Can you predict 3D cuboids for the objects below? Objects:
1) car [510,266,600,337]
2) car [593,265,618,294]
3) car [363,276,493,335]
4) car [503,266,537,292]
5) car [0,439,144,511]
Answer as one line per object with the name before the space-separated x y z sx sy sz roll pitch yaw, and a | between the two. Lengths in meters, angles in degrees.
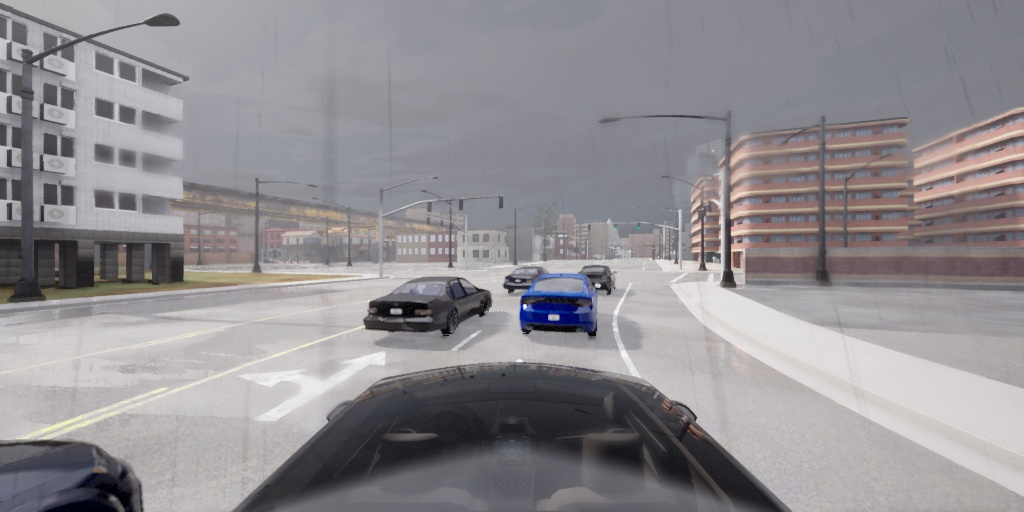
car | 1.534 1.228 10.490 1.882 1.535 5.008 0 0 14
car | 4.843 1.257 20.443 1.837 1.490 4.892 0 0 20
car | -2.084 1.298 10.553 2.033 1.411 5.357 0 0 12
car | 1.155 1.298 20.519 2.033 1.411 5.357 0 0 20
car | -3.231 1.314 0.430 1.994 1.385 4.181 0 0 -1
